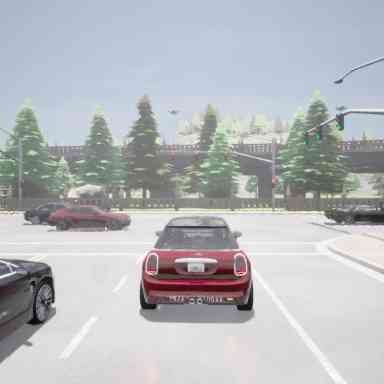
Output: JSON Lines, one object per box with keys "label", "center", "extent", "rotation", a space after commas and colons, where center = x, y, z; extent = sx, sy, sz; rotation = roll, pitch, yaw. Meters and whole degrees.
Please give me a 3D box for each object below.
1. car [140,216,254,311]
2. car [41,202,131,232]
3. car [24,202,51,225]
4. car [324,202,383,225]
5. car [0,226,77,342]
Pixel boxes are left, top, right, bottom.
{"label": "car", "center": [0.148, 1.352, 7.968], "extent": [2.097, 1.767, 4.553], "rotation": [0, 0, 2]}
{"label": "car", "center": [-5.918, 1.505, 19.357], "extent": [4.674, 1.442, 1.812], "rotation": [0, 0, 1]}
{"label": "car", "center": [-8.919, 1.472, 22.897], "extent": [4.892, 1.490, 1.837], "rotation": [0, 0, 1]}
{"label": "car", "center": [11.638, 1.545, 22.611], "extent": [4.718, 1.301, 1.895], "rotation": [0, 0, 1]}
{"label": "car", "center": [-3.432, 1.492, 4.217], "extent": [2.128, 1.511, 4.902], "rotation": [0, 0, 0]}
